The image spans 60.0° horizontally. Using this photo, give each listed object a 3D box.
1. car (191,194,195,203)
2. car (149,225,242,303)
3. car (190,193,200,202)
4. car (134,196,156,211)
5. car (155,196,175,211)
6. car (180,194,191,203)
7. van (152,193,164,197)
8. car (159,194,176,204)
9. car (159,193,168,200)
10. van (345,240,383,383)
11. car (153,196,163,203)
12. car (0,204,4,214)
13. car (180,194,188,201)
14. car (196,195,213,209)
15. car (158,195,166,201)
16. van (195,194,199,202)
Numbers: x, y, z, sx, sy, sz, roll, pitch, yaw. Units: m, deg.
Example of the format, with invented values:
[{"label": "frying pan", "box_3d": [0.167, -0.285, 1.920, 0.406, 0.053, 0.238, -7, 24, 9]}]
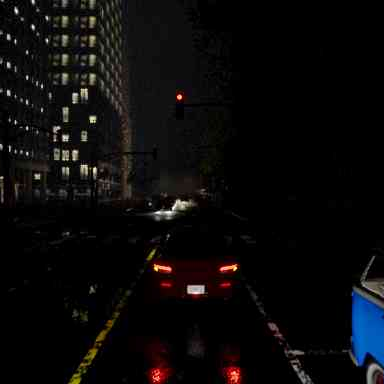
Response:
[{"label": "car", "box_3d": [1.171, 1.492, 68.013, 1.752, 1.417, 4.829, 0, 0, -2]}, {"label": "car", "box_3d": [0.052, 1.525, 8.067, 1.812, 1.442, 4.674, 0, 0, 0]}, {"label": "car", "box_3d": [0.724, 1.271, 78.931, 2.192, 1.841, 5.009, 0, 0, -3]}, {"label": "car", "box_3d": [-5.840, 1.539, 39.755, 2.008, 1.369, 4.403, 0, 0, -1]}, {"label": "car", "box_3d": [-3.415, 1.551, 40.418, 1.994, 1.385, 4.181, 0, 0, -3]}, {"label": "car", "box_3d": [-1.495, 1.552, 70.602, 1.895, 1.301, 4.718, 0, 0, -2]}, {"label": "van", "box_3d": [-6.637, 1.314, 61.926, 1.690, 1.788, 3.998, 0, 0, -2]}, {"label": "car", "box_3d": [-3.659, 1.486, 50.453, 1.837, 1.490, 4.892, 0, 0, -1]}, {"label": "car", "box_3d": [-8.094, 1.252, 95.181, 2.192, 1.841, 5.009, 0, 0, -3]}, {"label": "van", "box_3d": [2.558, 1.341, 2.132, 1.690, 1.788, 3.998, 0, 0, 0]}, {"label": "car", "box_3d": [-6.839, 1.512, 67.469, 1.887, 1.381, 4.507, 0, 0, -2]}, {"label": "car", "box_3d": [-18.226, 1.377, 28.493, 4.206, 1.307, 1.802, 1, 0, 3]}, {"label": "car", "box_3d": [-1.916, 1.264, 80.577, 1.882, 1.535, 5.008, 0, 0, -3]}, {"label": "car", "box_3d": [1.890, 1.509, 45.847, 1.752, 1.417, 4.829, 0, 0, -2]}, {"label": "car", "box_3d": [-7.544, 1.532, 84.100, 1.802, 1.307, 4.206, 0, 0, -3]}, {"label": "van", "box_3d": [1.738, 1.322, 51.219, 1.690, 1.788, 3.998, 0, 0, -2]}]
